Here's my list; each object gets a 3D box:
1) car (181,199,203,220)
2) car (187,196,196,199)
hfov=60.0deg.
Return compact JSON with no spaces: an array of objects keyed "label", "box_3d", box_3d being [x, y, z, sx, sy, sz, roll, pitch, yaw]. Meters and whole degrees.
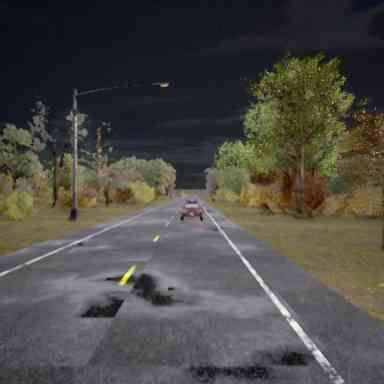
[{"label":"car","box_3d":[0.015,1.617,29.122,1.812,1.442,4.674,0,0,1]},{"label":"car","box_3d":[-0.018,1.524,56.697,2.097,1.767,4.553,0,0,0]}]
